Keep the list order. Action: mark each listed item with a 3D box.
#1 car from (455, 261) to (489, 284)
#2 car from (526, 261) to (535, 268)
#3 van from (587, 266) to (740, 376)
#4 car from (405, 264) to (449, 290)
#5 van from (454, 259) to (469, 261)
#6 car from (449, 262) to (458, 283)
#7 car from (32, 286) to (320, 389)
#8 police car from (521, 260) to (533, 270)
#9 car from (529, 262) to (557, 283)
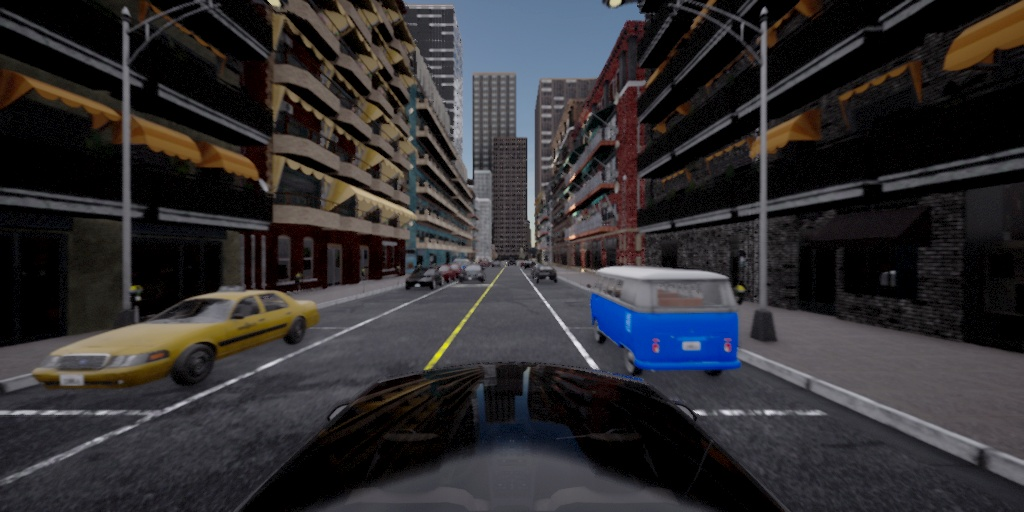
[{"bbox_3d":[-3.095,1.395,28.868,1.812,1.442,4.674,0,0,0],"label":"car"},{"bbox_3d":[2.693,1.447,34.820,2.007,1.370,4.403,0,0,0],"label":"car"},{"bbox_3d":[2.689,1.114,7.204,1.690,1.789,3.998,0,0,0],"label":"van"},{"bbox_3d":[-5.689,1.413,23.787,1.948,1.339,4.313,0,0,0],"label":"car"},{"bbox_3d":[-5.687,1.263,40.358,1.690,1.789,3.998,0,0,0],"label":"van"},{"bbox_3d":[-5.689,1.417,29.311,1.888,1.381,4.507,0,0,0],"label":"car"},{"bbox_3d":[-5.692,1.300,7.048,1.751,1.417,4.829,0,0,0],"label":"car"},{"bbox_3d":[3.009,1.441,60.354,1.930,1.638,5.238,0,0,0],"label":"police car"},{"bbox_3d":[2.692,1.422,29.297,2.007,1.370,4.403,0,0,0],"label":"car"}]
